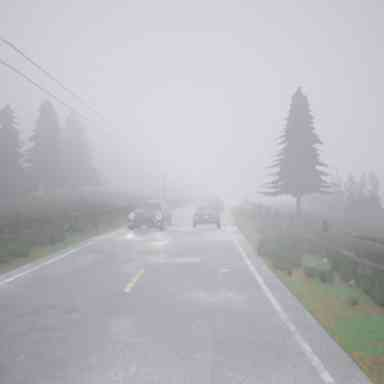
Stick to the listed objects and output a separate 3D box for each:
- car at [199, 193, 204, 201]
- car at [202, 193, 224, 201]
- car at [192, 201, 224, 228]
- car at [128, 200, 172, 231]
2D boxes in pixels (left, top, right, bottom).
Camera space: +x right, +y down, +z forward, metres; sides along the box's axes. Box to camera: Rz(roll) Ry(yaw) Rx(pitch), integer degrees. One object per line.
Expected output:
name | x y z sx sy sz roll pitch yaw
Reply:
car | 2.775 1.240 60.558 2.150 2.045 5.566 0 0 12
car | 2.697 1.364 39.125 2.097 1.767 4.553 0 0 7
car | 1.006 1.555 22.481 2.033 1.411 5.357 0 0 4
car | -2.510 1.355 20.692 2.097 1.767 4.553 0 0 4
